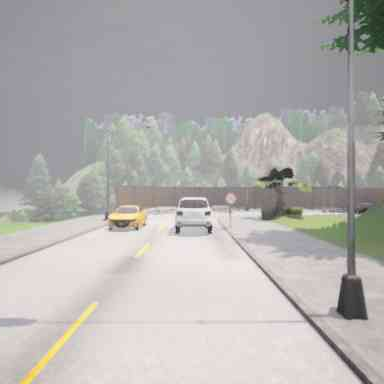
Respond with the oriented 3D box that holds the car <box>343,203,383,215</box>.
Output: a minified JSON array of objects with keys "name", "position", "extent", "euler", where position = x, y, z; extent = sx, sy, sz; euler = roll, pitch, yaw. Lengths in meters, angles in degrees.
[{"name":"car","position":[19.068,1.821,35.946],"extent":[4.718,1.301,1.895],"euler":[0,0,1]}]

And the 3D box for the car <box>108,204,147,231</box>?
[{"name":"car","position":[-4.138,1.613,21.904],"extent":[1.882,1.535,5.008],"euler":[0,0,0]}]

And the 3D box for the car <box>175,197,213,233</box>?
[{"name":"car","position":[0.095,1.349,20.837],"extent":[2.150,2.045,5.566],"euler":[0,0,0]}]
